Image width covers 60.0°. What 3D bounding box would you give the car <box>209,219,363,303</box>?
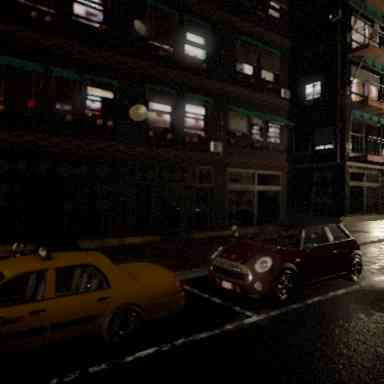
[{"bbox_3d":[2.370,1.438,8.187,4.097,1.590,1.967,0,1,-35],"label":"car"}]

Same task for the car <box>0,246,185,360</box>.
[{"bbox_3d":[-2.400,1.525,4.789,4.829,1.417,1.752,0,1,-35],"label":"car"}]
